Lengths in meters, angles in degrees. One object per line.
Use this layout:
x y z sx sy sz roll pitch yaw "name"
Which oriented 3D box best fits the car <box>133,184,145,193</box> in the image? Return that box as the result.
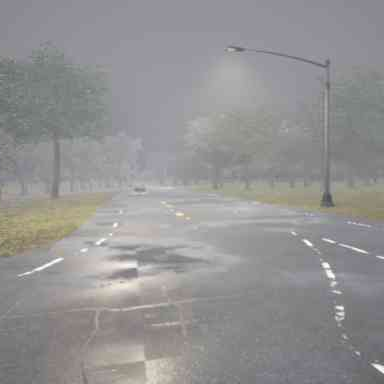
-9.189 -0.712 58.087 1.882 1.535 5.008 -1 2 -7 "car"
